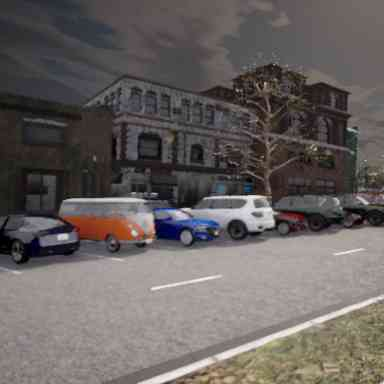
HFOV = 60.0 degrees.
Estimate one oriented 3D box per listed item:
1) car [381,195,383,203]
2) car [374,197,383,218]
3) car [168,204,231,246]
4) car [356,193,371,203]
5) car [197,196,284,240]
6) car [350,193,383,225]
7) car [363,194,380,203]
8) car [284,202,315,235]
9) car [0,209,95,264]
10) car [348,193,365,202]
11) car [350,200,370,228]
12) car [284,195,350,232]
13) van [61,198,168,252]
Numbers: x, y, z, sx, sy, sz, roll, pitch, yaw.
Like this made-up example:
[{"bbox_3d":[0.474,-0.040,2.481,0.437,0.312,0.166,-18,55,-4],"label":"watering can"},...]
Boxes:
[{"bbox_3d":[35.546,1.227,60.117,2.002,1.452,4.674,1,0,36],"label":"car"},{"bbox_3d":[18.650,1.367,29.056,4.553,1.767,2.185,-1,-1,35],"label":"car"},{"bbox_3d":[-1.029,1.467,15.227,5.008,1.535,2.097,-1,-1,35],"label":"car"},{"bbox_3d":[41.753,1.464,81.002,2.435,2.045,5.566,1,-2,36],"label":"car"},{"bbox_3d":[1.401,1.219,16.972,5.566,2.045,2.435,-1,-1,35],"label":"car"},{"bbox_3d":[11.276,1.231,23.877,5.566,2.045,2.435,-1,-1,35],"label":"car"},{"bbox_3d":[33.871,1.188,62.555,2.231,1.521,4.892,0,-1,36],"label":"car"},{"bbox_3d":[3.882,1.473,18.692,5.008,1.535,2.097,-1,-1,35],"label":"car"},{"bbox_3d":[-5.971,1.491,11.766,4.792,1.488,2.163,-1,-1,35],"label":"car"},{"bbox_3d":[32.184,1.061,64.976,2.185,1.767,4.553,0,-1,36],"label":"car"},{"bbox_3d":[8.821,1.509,22.139,4.792,1.488,2.163,-1,-1,35],"label":"car"},{"bbox_3d":[6.311,1.226,20.435,5.566,2.045,2.435,-1,-1,35],"label":"car"},{"bbox_3d":[-3.388,1.237,13.430,4.442,1.987,1.878,-1,-1,35],"label":"van"}]
